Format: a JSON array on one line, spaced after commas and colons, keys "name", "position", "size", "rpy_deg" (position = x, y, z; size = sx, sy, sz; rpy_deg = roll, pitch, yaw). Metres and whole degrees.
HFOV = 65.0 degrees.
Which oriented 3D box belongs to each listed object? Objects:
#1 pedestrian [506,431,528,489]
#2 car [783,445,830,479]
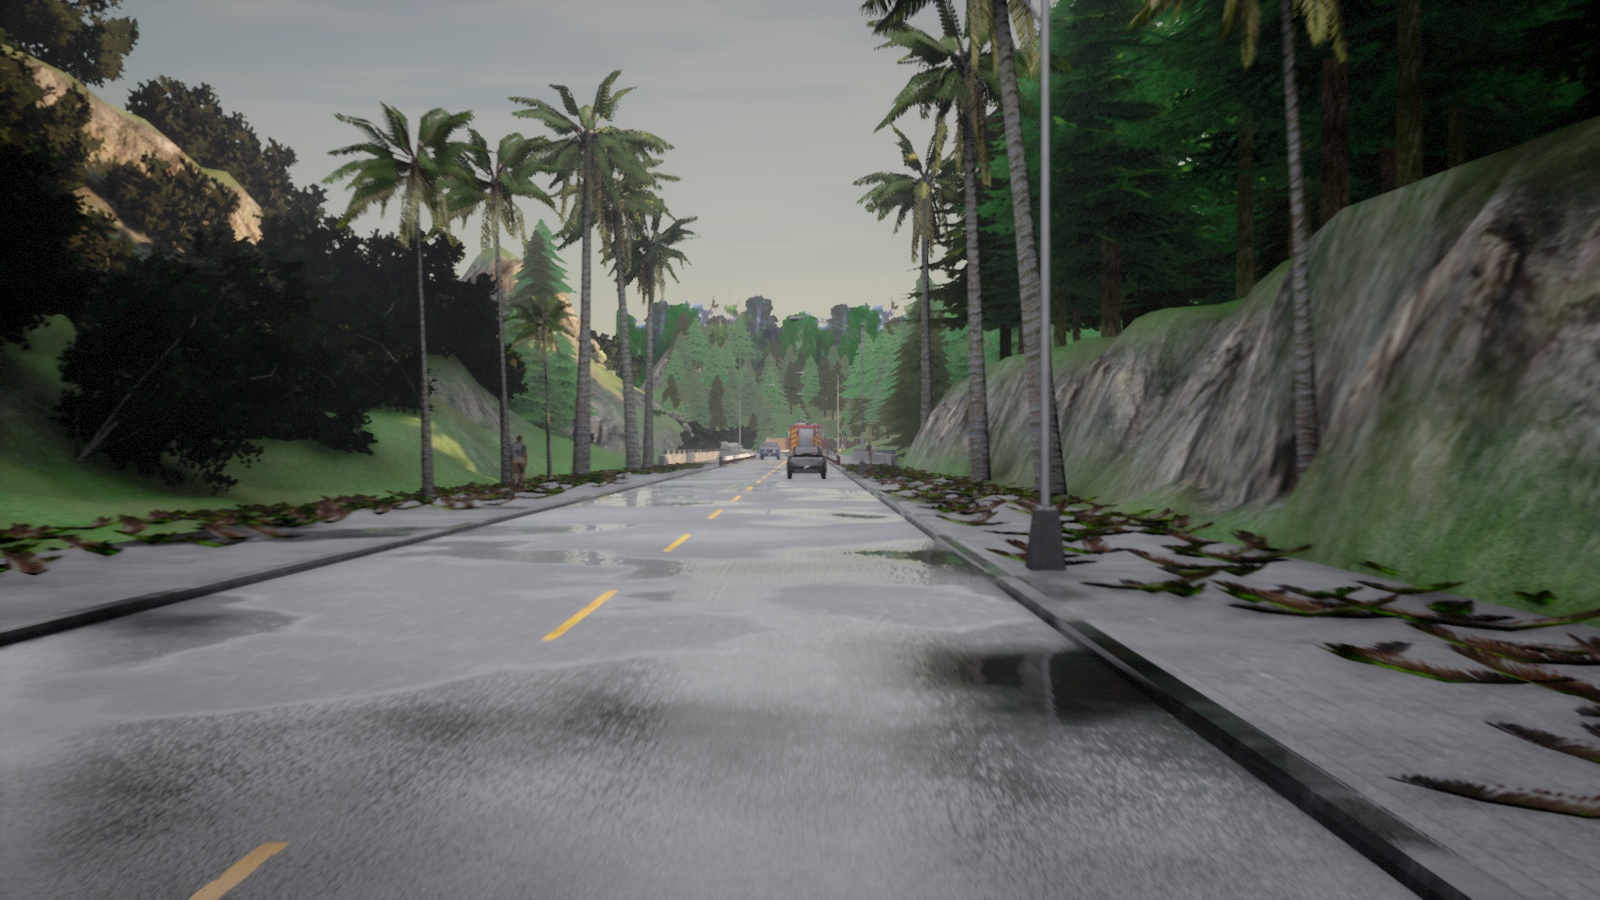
[{"name": "pedestrian", "position": [-9.122, 0.330, 40.534], "size": [0.540, 1.848, 0.694], "rpy_deg": [0, 0, 1]}, {"name": "car", "position": [0.306, 0.534, 59.414], "size": [2.128, 1.511, 4.902], "rpy_deg": [0, 0, 0]}]
